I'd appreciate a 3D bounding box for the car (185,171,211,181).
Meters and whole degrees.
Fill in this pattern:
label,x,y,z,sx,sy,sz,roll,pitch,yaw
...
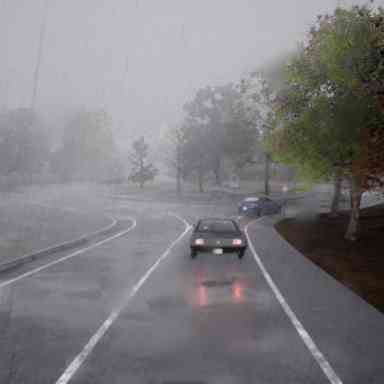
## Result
label,x,y,z,sx,sy,sz,roll,pitch,yaw
car,1.247,-3.395,69.848,5.566,2.045,2.150,0,5,1

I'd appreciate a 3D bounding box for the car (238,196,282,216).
label,x,y,z,sx,sy,sz,roll,pitch,yaw
car,5.316,1.033,25.809,1.812,1.442,4.674,4,2,40

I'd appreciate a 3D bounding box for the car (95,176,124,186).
label,x,y,z,sx,sy,sz,roll,pitch,yaw
car,-14.482,-1.848,57.284,1.895,1.301,4.718,3,6,30

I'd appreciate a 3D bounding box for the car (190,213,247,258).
label,x,y,z,sx,sy,sz,roll,pitch,yaw
car,0.926,1.632,12.978,1.895,1.301,4.718,1,0,2

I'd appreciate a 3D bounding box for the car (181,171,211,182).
label,x,y,z,sx,sy,sz,roll,pitch,yaw
car,0.543,-3.112,66.677,5.566,2.045,2.150,-1,5,-1
